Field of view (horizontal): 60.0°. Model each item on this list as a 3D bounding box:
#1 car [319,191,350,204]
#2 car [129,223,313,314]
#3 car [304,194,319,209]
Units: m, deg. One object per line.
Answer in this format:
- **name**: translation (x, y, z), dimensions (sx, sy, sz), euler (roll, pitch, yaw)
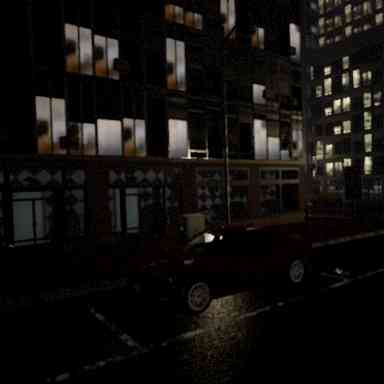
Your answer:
- **car**: translation (15.133, 0.534, 37.328), dimensions (1.752, 1.417, 4.829), euler (-2, 2, -35)
- **car**: translation (0.808, 1.436, 7.356), dimensions (4.507, 1.381, 1.887), euler (-2, 0, -36)
- **car**: translation (9.207, 0.890, 31.317), dimensions (2.008, 1.369, 4.403), euler (-2, 2, -35)
